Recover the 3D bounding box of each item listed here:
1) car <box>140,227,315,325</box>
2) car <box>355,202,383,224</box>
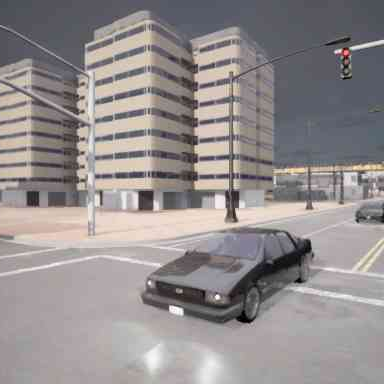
[{"bbox_3d":[1.278,1.547,7.610,2.033,1.411,5.357,0,0,35],"label":"car"},{"bbox_3d":[13.472,1.504,24.800,1.837,1.490,4.892,0,0,35],"label":"car"}]
